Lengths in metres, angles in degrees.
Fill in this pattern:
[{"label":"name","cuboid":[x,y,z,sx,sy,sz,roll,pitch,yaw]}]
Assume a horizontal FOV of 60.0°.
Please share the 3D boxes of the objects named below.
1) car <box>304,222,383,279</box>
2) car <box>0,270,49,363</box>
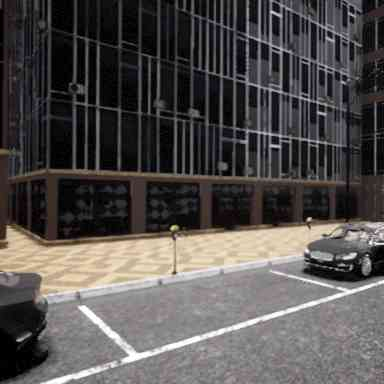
[{"label":"car","cuboid":[5.285,1.652,10.328,4.403,1.369,2.008,1,0,-35]},{"label":"car","cuboid":[-3.993,1.539,3.714,4.403,1.369,2.008,1,-1,-35]}]
